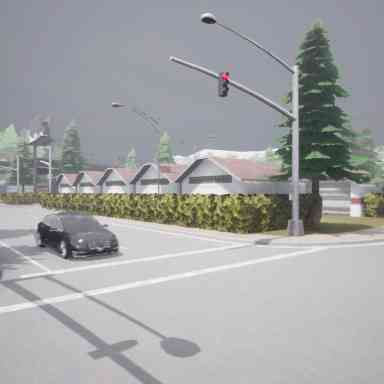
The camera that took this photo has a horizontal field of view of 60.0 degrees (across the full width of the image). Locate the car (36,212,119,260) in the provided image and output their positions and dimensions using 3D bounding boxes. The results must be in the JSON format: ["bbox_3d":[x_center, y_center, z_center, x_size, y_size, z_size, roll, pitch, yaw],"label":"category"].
[{"bbox_3d":[-4.543,1.573,12.782,1.837,1.490,4.892,0,2,-40],"label":"car"}]
